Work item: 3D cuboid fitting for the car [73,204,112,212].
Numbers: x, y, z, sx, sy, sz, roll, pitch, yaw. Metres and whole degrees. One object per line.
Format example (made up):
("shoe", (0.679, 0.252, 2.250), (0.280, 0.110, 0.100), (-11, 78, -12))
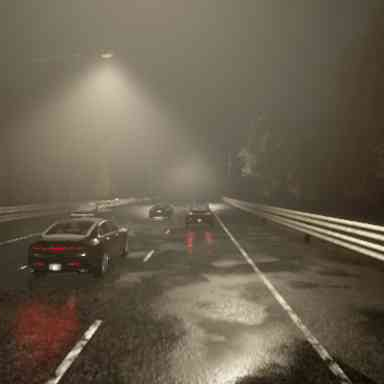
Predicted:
("car", (-6.508, 1.571, 21.974), (2.128, 1.511, 4.902), (0, 0, 1))

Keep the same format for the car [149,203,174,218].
("car", (-2.788, 1.681, 31.138), (1.994, 1.385, 4.181), (0, 0, 2))

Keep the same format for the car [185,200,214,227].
("car", (0.521, 1.585, 23.437), (2.128, 1.511, 4.902), (0, 0, 1))

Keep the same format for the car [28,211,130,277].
("car", (-3.223, 1.544, 10.336), (1.837, 1.490, 4.892), (0, 0, 1))
